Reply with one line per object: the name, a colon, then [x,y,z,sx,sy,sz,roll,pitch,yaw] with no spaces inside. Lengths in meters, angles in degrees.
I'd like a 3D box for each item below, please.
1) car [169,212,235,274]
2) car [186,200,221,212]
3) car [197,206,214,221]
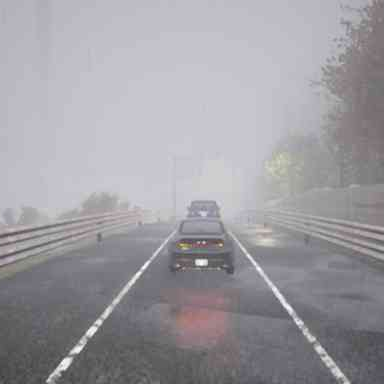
car: [0.314,1.591,10.884,1.837,1.490,4.892,0,-1,2]
car: [0.795,1.605,22.589,2.150,2.045,5.566,0,-3,2]
car: [2.024,3.046,47.161,2.150,2.045,5.566,0,-4,5]
